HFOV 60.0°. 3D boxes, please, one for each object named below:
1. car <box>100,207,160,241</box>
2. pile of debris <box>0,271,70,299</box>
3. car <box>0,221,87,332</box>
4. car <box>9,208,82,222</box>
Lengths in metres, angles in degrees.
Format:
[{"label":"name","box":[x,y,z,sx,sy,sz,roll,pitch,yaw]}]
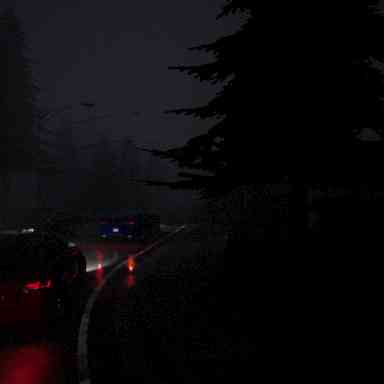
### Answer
[{"label":"car","box":[-2.947,1.496,16.796,1.882,1.535,5.008,0,0,8]},{"label":"pile of debris","box":[-3.967,2.185,7.951,1.500,0.140,1.860,0,0,-4]},{"label":"car","box":[-3.473,1.568,6.904,1.994,1.385,4.181,0,0,-11]},{"label":"car","box":[-6.811,1.513,15.324,2.128,1.511,4.902,0,0,8]}]
